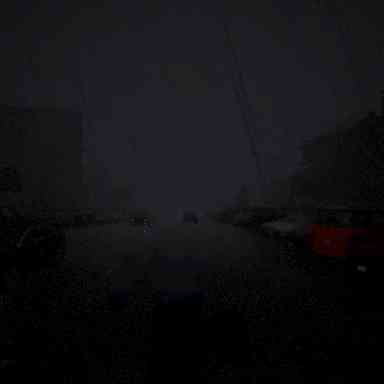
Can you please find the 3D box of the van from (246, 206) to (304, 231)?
[{"bbox_3d":[6.434,1.989,23.528,4.442,1.987,1.878,2,-3,-20],"label":"van"}]

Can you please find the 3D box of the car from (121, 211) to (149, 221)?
[{"bbox_3d":[-12.113,5.028,70.702,5.566,2.045,2.435,1,-4,-20],"label":"car"}]

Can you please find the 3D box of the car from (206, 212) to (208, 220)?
[{"bbox_3d":[5.841,4.546,61.542,5.008,1.535,2.097,2,-5,-21],"label":"car"}]

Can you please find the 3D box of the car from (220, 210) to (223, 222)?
[{"bbox_3d":[6.182,2.991,38.127,4.892,1.521,2.231,2,-4,-21],"label":"car"}]

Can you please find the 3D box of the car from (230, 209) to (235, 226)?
[{"bbox_3d":[6.249,2.534,29.318,4.792,1.488,2.163,2,-3,-20],"label":"car"}]

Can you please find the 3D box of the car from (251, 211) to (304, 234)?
[{"bbox_3d":[6.348,2.113,20.541,4.674,1.452,2.002,2,-3,-20],"label":"car"}]

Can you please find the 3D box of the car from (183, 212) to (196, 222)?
[{"bbox_3d":[-0.408,3.907,51.658,1.812,1.442,4.674,0,-4,-1],"label":"car"}]

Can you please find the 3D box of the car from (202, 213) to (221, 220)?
[{"bbox_3d":[5.251,6.363,87.910,4.553,1.767,2.185,2,-5,-21],"label":"car"}]

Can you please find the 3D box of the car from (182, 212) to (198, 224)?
[{"bbox_3d":[-0.265,3.185,41.204,1.882,1.535,5.008,0,-3,-1],"label":"car"}]

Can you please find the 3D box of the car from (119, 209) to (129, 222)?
[{"bbox_3d":[-11.524,3.373,43.857,5.366,1.575,1.946,0,-4,-21],"label":"car"}]

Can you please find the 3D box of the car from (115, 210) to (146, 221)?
[{"bbox_3d":[-12.050,4.584,64.700,5.566,2.045,2.435,1,-4,-21],"label":"car"}]

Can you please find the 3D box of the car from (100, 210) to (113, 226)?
[{"bbox_3d":[-11.419,2.838,34.900,5.366,1.575,1.946,0,-4,-21],"label":"car"}]

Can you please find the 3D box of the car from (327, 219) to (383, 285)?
[{"bbox_3d":[6.409,1.622,8.829,5.008,1.535,2.097,1,-2,-20],"label":"car"}]

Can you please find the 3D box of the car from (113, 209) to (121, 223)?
[{"bbox_3d":[-11.631,3.221,40.817,4.792,1.488,2.163,0,-4,-21],"label":"car"}]

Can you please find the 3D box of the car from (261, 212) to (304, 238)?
[{"bbox_3d":[6.366,1.980,17.606,4.674,1.452,2.002,2,-2,-20],"label":"car"}]

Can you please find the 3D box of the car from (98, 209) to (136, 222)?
[{"bbox_3d":[-11.850,3.717,52.752,5.566,2.045,2.435,1,-4,-21],"label":"car"}]

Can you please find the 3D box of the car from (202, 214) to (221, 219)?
[{"bbox_3d":[5.231,6.736,90.860,4.792,1.488,2.163,2,-5,-21],"label":"car"}]

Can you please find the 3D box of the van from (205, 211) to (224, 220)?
[{"bbox_3d":[5.535,5.835,82.093,4.442,1.987,1.878,2,-5,-21],"label":"van"}]

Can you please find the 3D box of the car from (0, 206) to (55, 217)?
[{"bbox_3d":[-11.448,1.820,19.915,5.566,2.045,2.435,0,-3,-20],"label":"car"}]

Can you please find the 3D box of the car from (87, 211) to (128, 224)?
[{"bbox_3d":[-11.908,3.563,46.711,5.366,1.575,1.946,1,-4,-21],"label":"car"}]

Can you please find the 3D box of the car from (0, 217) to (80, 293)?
[{"bbox_3d":[-5.122,1.649,9.300,2.128,1.511,4.902,0,-2,0],"label":"car"}]

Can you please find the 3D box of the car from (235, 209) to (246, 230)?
[{"bbox_3d":[6.307,2.355,26.407,5.008,1.535,2.097,2,-3,-20],"label":"car"}]

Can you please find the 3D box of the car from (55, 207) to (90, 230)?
[{"bbox_3d":[-11.505,2.388,28.867,4.553,1.767,2.185,0,-3,-20],"label":"car"}]

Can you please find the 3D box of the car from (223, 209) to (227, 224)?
[{"bbox_3d":[6.214,2.825,35.193,4.892,1.521,2.231,2,-4,-20],"label":"car"}]

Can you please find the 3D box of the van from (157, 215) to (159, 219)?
[{"bbox_3d":[-11.925,6.387,88.746,4.442,1.987,1.878,1,-5,-19],"label":"van"}]

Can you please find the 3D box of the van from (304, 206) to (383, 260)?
[{"bbox_3d":[6.504,1.486,11.806,4.442,1.987,1.878,2,-2,-20],"label":"van"}]

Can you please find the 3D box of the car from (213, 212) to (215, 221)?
[{"bbox_3d":[6.084,3.532,46.909,5.008,1.535,2.097,2,-4,-21],"label":"car"}]

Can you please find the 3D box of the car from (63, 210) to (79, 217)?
[{"bbox_3d":[-11.504,2.399,25.862,4.674,1.452,2.002,0,-3,-20],"label":"car"}]

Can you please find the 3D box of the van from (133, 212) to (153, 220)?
[{"bbox_3d":[-12.186,5.941,82.670,4.442,1.987,1.878,1,-4,-20],"label":"van"}]

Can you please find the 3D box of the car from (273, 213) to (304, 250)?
[{"bbox_3d":[6.350,1.845,14.674,4.792,1.488,2.163,2,-2,-20],"label":"car"}]

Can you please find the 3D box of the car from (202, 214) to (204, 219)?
[{"bbox_3d":[5.564,5.625,76.177,5.008,1.535,2.097,2,-4,-21],"label":"car"}]

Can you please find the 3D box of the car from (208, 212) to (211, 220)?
[{"bbox_3d":[5.869,4.208,58.617,4.553,1.767,2.185,2,-5,-21],"label":"car"}]

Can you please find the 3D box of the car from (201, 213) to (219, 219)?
[{"bbox_3d":[5.100,6.796,93.792,4.553,1.767,2.185,2,-5,-21],"label":"car"}]

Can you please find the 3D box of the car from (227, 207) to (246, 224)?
[{"bbox_3d":[6.220,2.534,32.266,4.553,1.767,2.185,2,-4,-20],"label":"car"}]

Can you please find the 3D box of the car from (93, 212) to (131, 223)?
[{"bbox_3d":[-11.953,3.759,49.696,5.366,1.575,1.946,1,-4,-21],"label":"car"}]

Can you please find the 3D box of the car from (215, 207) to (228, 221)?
[{"bbox_3d":[6.183,2.917,41.083,5.566,2.045,2.435,2,-4,-21],"label":"car"}]

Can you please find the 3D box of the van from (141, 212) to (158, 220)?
[{"bbox_3d":[-12.095,6.827,94.642,4.442,1.987,1.878,1,-4,-19],"label":"van"}]

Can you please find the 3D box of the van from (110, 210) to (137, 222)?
[{"bbox_3d":[-12.030,4.167,58.691,4.442,1.987,1.878,1,-4,-21],"label":"van"}]

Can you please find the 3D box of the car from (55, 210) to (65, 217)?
[{"bbox_3d":[-11.513,2.241,22.861,4.792,1.488,2.163,0,-3,-20],"label":"car"}]

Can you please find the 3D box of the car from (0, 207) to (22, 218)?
[{"bbox_3d":[-11.480,1.809,16.891,4.553,1.767,2.185,0,-3,-20],"label":"car"}]

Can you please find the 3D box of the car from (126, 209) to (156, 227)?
[{"bbox_3d":[-5.281,2.838,35.235,1.882,1.535,5.008,0,-3,0],"label":"car"}]

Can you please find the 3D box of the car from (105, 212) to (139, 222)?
[{"bbox_3d":[-11.695,4.177,55.798,5.366,1.575,1.946,1,-4,-21],"label":"car"}]

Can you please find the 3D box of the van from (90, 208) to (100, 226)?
[{"bbox_3d":[-11.456,2.447,31.900,4.442,1.987,1.878,0,-4,-20],"label":"van"}]
